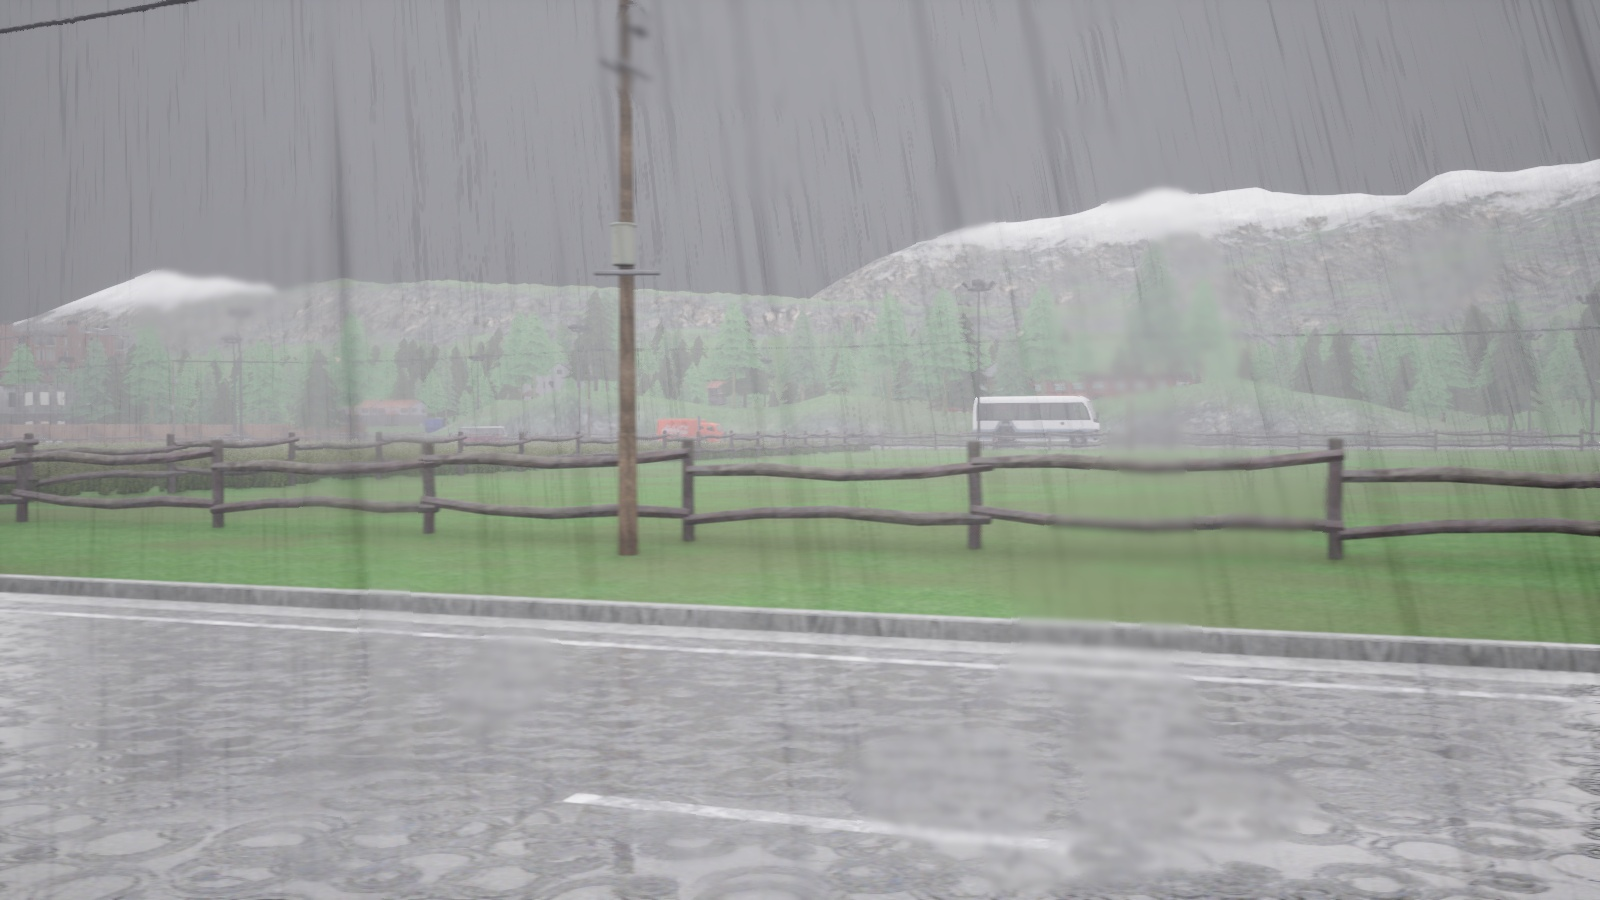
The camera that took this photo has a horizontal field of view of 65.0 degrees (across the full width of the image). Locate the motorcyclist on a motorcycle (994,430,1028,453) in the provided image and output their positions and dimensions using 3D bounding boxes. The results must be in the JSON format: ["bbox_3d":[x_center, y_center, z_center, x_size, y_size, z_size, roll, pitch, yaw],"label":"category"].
[{"bbox_3d":[15.563,-0.648,92.612,2.350,1.649,0.766,1,1,18],"label":"motorcyclist on a motorcycle"}]
